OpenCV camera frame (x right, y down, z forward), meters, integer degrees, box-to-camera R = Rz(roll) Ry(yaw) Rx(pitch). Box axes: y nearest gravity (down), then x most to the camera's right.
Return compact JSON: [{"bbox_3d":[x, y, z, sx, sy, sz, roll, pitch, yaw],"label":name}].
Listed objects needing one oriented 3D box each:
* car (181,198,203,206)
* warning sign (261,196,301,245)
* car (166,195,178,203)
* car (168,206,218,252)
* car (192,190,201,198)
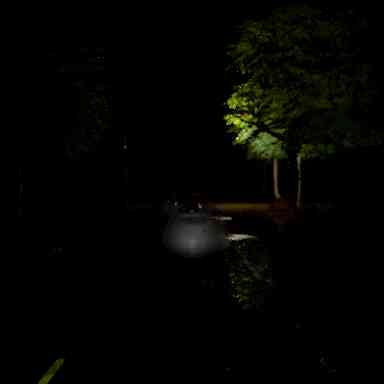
[{"bbox_3d":[0.033,1.494,28.302,1.994,1.385,4.181,0,0,0],"label":"car"},{"bbox_3d":[3.553,1.106,13.415,1.300,1.860,1.060,1,1,0],"label":"warning sign"},{"bbox_3d":[-3.577,1.219,59.111,1.895,1.301,4.718,0,1,1],"label":"car"},{"bbox_3d":[0.045,1.514,13.669,1.812,1.442,4.674,0,0,0],"label":"car"},{"bbox_3d":[1.177,0.642,83.455,2.150,2.045,5.566,0,0,0],"label":"car"}]
